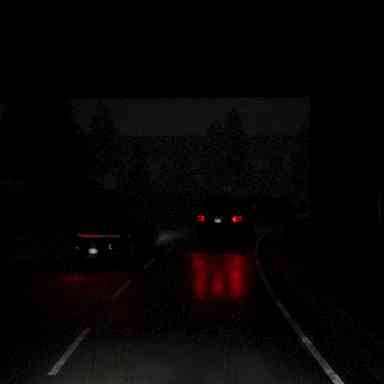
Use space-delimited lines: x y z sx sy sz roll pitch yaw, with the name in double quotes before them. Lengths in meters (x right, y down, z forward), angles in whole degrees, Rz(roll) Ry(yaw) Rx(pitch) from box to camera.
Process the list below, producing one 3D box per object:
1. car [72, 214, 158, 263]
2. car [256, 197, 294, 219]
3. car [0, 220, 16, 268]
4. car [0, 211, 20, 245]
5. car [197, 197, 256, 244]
"car" -2.630 1.581 12.444 2.128 1.511 4.902 0 0 8
"car" 7.280 1.451 31.830 5.566 2.045 2.150 0 -1 -31
"car" -6.757 1.555 8.762 2.128 1.511 4.902 0 0 5
"car" -9.793 1.646 13.701 2.033 1.411 5.357 0 0 9
"car" 1.791 1.342 16.772 2.150 2.045 5.566 0 -1 15
